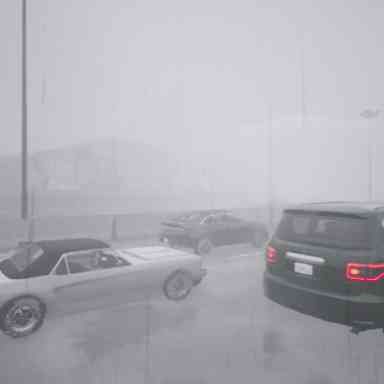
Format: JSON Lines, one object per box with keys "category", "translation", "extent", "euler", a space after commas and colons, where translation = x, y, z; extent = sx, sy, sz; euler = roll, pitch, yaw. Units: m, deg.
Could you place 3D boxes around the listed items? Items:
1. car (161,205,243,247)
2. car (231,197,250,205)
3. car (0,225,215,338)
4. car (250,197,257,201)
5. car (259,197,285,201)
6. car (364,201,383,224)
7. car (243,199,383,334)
{"category": "car", "translation": [0.996, 1.481, 13.216], "extent": [4.902, 1.511, 2.128], "euler": [0, 0, -38]}
{"category": "car", "translation": [7.589, 1.446, 48.283], "extent": [2.128, 1.511, 4.902], "euler": [0, 0, 41]}
{"category": "car", "translation": [-2.011, 1.598, 6.623], "extent": [4.718, 1.301, 1.895], "euler": [0, 0, -36]}
{"category": "car", "translation": [10.597, 1.430, 46.403], "extent": [1.882, 1.535, 5.008], "euler": [0, 0, 41]}
{"category": "car", "translation": [10.563, 1.558, 41.102], "extent": [1.895, 1.301, 4.718], "euler": [0, 0, 43]}
{"category": "car", "translation": [14.788, 1.472, 25.041], "extent": [4.892, 1.490, 1.837], "euler": [-1, 1, -44]}
{"category": "car", "translation": [3.796, 1.214, 6.534], "extent": [5.566, 2.045, 2.150], "euler": [0, 0, -37]}
